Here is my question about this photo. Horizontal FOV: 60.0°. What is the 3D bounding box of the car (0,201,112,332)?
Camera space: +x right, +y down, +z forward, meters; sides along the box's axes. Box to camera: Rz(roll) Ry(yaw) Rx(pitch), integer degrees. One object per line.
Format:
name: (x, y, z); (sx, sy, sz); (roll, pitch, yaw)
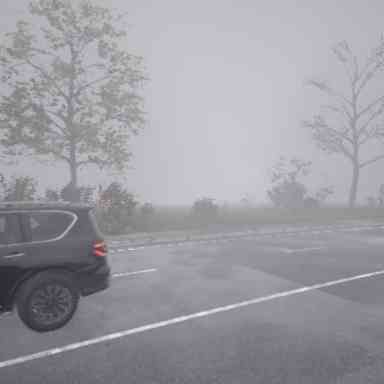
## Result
car: (-4.096, 1.200, 5.270); (5.566, 2.045, 2.150); (0, 0, -35)

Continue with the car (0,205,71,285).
car: (-5.684, 1.319, 8.373); (4.553, 1.767, 2.097); (0, 0, -35)
